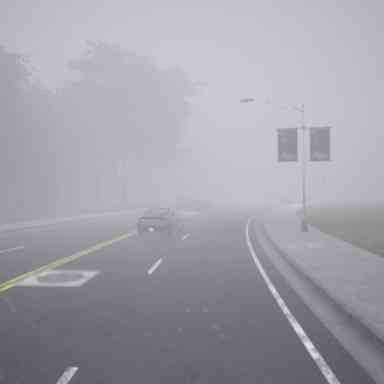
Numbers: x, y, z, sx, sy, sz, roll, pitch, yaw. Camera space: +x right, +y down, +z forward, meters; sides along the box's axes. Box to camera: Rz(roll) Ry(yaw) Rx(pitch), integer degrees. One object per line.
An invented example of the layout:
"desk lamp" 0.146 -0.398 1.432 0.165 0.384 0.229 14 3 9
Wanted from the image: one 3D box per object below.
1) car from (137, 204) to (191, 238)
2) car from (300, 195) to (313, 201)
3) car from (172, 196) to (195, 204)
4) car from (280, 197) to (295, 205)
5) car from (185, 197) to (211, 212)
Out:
"car" -1.633 1.631 18.614 2.128 1.511 4.902 0 0 8
"car" 27.817 1.456 80.721 1.812 1.442 4.674 -1 0 39
"car" -0.987 1.570 48.597 2.150 2.045 5.566 -1 -1 20
"car" 18.736 1.702 65.167 1.837 1.490 4.892 -1 0 30
"car" 1.186 1.799 45.011 2.128 1.511 4.902 -1 0 20
